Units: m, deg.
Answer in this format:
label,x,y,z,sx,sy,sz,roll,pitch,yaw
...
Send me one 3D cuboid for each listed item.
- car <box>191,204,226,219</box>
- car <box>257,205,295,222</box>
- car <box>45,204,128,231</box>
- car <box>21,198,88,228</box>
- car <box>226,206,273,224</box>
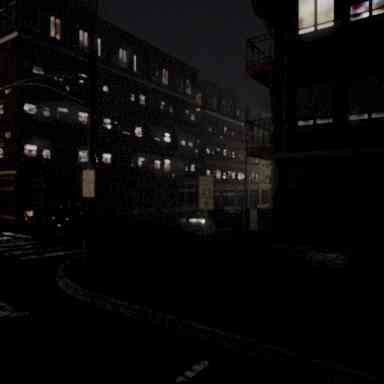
label,x,y,z,sx,sy,sz,roll,pitch,yaw
car,1.731,1.873,32.571,1.994,1.385,4.181,1,-1,35
car,8.015,1.967,31.533,2.008,1.369,4.403,-1,-1,35
car,-6.389,1.654,21.040,1.895,1.301,4.718,1,-1,36
car,-8.644,1.338,22.325,2.192,1.841,5.009,-1,-1,35
car,4.750,1.894,26.879,1.802,1.307,4.206,-1,-1,35
